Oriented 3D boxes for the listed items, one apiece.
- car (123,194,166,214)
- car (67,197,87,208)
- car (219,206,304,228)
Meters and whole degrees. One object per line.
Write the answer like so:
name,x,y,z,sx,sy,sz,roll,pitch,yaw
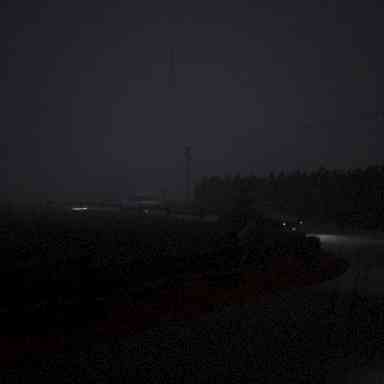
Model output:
car,-4.622,1.207,31.258,2.150,2.045,5.566,0,0,-35
car,-16.970,1.479,48.821,2.128,1.511,4.902,0,0,-35
car,3.796,1.533,19.405,2.033,1.411,5.357,0,0,-36
